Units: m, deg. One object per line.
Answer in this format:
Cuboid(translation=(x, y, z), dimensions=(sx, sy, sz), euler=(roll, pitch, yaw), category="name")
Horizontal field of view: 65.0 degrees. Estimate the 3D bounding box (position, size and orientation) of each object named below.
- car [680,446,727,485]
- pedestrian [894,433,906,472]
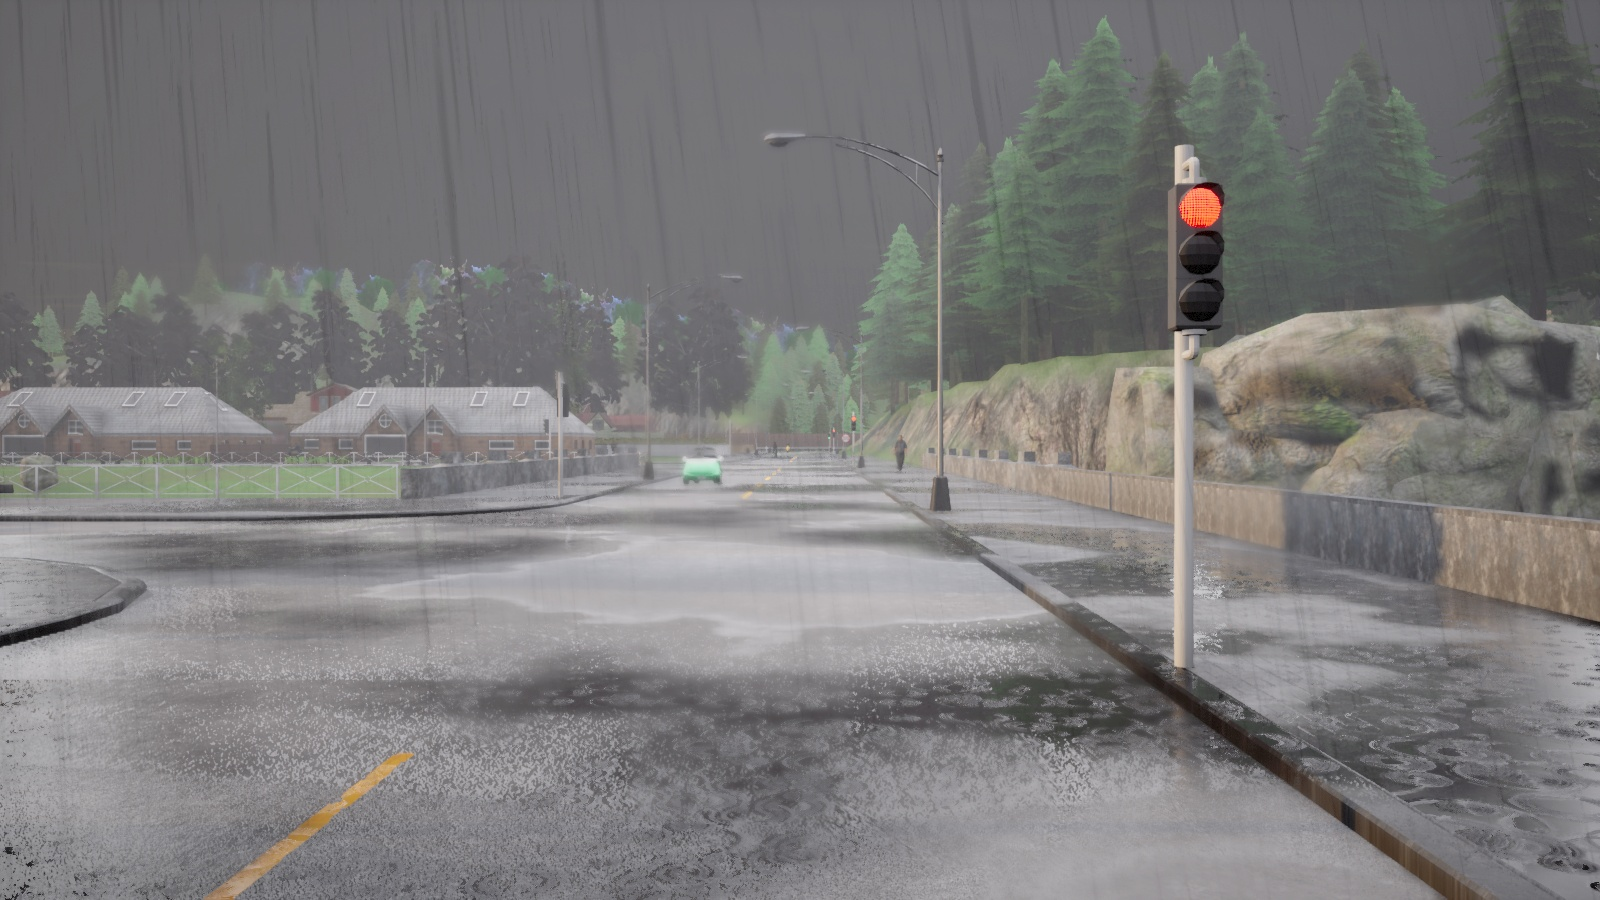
Cuboid(translation=(-3.446, 0.544, 45.091), dimensions=(1.481, 1.376, 2.207), euler=(0, 0, 1), category="car")
Cuboid(translation=(4.833, 0.119, 60.487), dimensions=(0.540, 1.848, 0.694), euler=(0, 0, 2), category="pedestrian")
